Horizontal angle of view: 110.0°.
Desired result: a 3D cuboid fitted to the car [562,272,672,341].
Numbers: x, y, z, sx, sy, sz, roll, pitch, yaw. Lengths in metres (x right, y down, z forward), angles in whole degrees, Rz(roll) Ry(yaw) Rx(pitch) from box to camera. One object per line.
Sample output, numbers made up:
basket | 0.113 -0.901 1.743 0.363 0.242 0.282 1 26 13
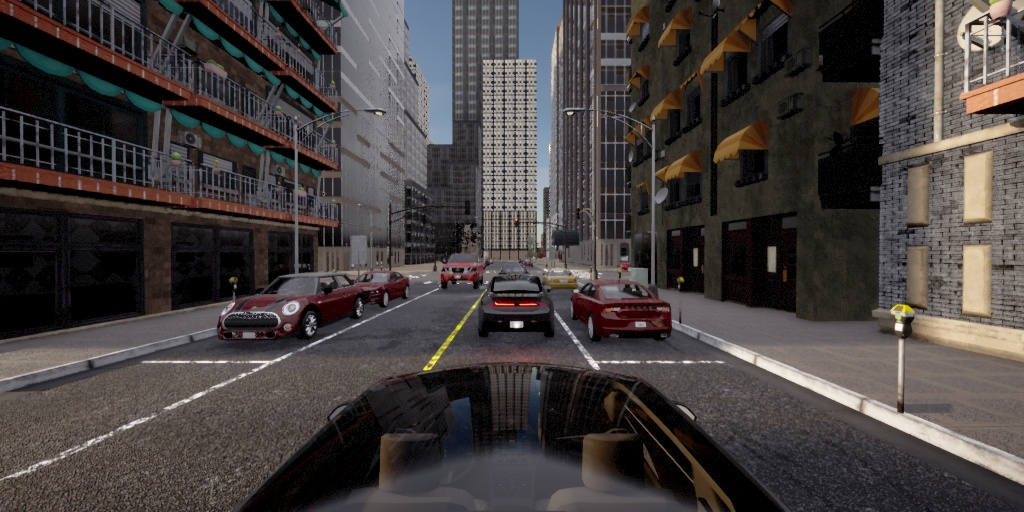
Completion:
car | 2.697 1.294 9.720 1.888 1.381 4.507 0 0 0

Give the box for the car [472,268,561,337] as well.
car | 0.107 1.253 10.272 1.837 1.490 4.892 0 0 0

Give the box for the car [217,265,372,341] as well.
car | -5.685 1.188 9.742 1.967 1.591 4.097 0 0 0

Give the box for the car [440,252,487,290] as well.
car | -2.981 0.778 22.476 2.150 2.045 5.566 0 0 0

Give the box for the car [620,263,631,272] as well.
car | 14.297 1.005 39.899 4.507 1.381 1.888 0 0 0

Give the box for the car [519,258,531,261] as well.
car | 2.745 1.185 64.293 1.967 1.591 4.097 0 0 0

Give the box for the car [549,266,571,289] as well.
car | 2.706 1.272 20.937 1.751 1.417 4.829 0 0 0

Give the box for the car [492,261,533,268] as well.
car | 0.115 1.239 20.405 2.128 1.511 4.902 0 0 0

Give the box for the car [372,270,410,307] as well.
car | -5.680 1.293 15.265 1.888 1.381 4.507 0 0 0

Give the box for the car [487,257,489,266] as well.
car | -5.635 1.291 64.302 1.888 1.381 4.507 0 0 0

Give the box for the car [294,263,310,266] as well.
car | -23.801 1.494 39.612 4.097 1.591 1.967 0 0 0
